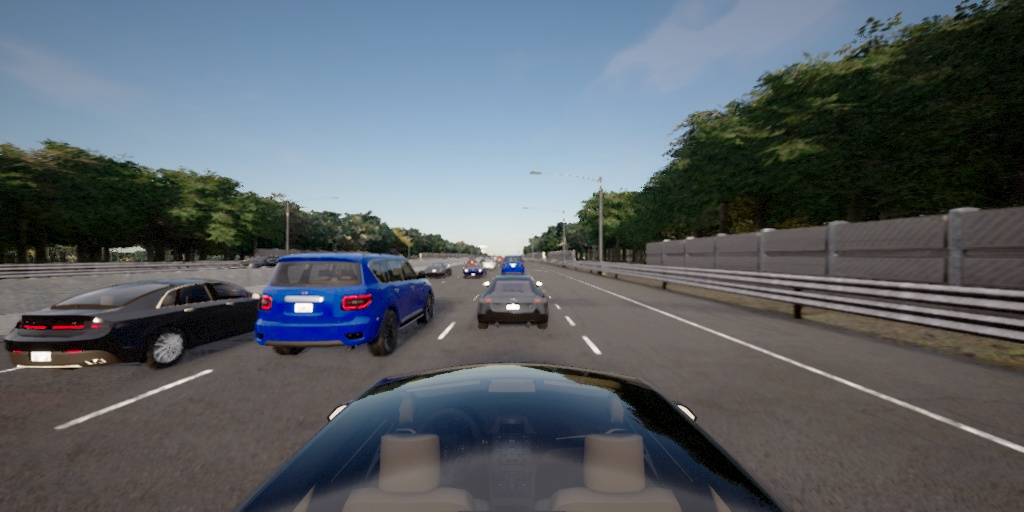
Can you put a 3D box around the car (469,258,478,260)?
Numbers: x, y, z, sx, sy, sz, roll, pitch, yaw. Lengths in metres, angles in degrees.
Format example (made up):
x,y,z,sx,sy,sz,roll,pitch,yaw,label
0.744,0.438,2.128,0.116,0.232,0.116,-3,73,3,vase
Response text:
x,y,z,sx,sy,sz,roll,pitch,yaw,label
-6.812,1.149,63.835,2.097,1.767,4.553,0,0,0,car

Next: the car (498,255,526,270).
x,y,z,sx,sy,sz,roll,pitch,yaw,label
0.099,0.955,33.863,2.150,2.045,5.566,0,0,0,car

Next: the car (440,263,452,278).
x,y,z,sx,sy,sz,roll,pitch,yaw,label
-6.900,1.295,33.817,1.994,1.385,4.181,0,0,0,car

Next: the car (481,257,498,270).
x,y,z,sx,sy,sz,roll,pitch,yaw,label
-3.349,1.301,51.878,1.812,1.442,4.674,0,0,0,car

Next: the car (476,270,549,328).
x,y,z,sx,sy,sz,roll,pitch,yaw,label
0.032,1.296,11.308,1.994,1.385,4.181,0,0,0,car

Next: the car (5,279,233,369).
x,y,z,sx,sy,sz,roll,pitch,yaw,label
-6.978,1.241,7.743,1.837,1.490,4.892,0,0,0,car

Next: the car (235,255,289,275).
x,y,z,sx,sy,sz,roll,pitch,yaw,label
-27.946,0.956,40.358,2.150,2.045,5.566,0,0,1,car

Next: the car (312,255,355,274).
x,y,z,sx,sy,sz,roll,pitch,yaw,label
-20.929,0.963,42.370,2.150,2.045,5.566,0,0,1,car

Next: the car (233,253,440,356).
x,y,z,sx,sy,sz,roll,pitch,yaw,label
-3.475,0.956,8.683,2.150,2.045,5.566,0,0,0,car

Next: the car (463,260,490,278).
x,y,z,sx,sy,sz,roll,pitch,yaw,label
-3.401,1.333,33.827,1.895,1.301,4.718,0,0,0,car
